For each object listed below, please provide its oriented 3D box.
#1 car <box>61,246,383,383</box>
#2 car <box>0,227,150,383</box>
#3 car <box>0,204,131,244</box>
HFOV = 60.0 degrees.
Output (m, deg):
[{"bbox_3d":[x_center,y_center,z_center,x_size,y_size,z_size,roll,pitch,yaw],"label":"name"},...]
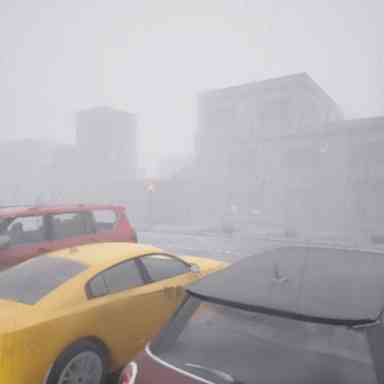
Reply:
[{"bbox_3d":[1.378,1.356,3.375,2.185,1.767,4.553,-1,0,35],"label":"car"},{"bbox_3d":[-1.106,1.522,5.118,2.097,1.535,5.008,-1,0,35],"label":"car"},{"bbox_3d":[-3.525,1.310,6.755,2.435,2.045,5.566,-1,-1,35],"label":"car"}]
